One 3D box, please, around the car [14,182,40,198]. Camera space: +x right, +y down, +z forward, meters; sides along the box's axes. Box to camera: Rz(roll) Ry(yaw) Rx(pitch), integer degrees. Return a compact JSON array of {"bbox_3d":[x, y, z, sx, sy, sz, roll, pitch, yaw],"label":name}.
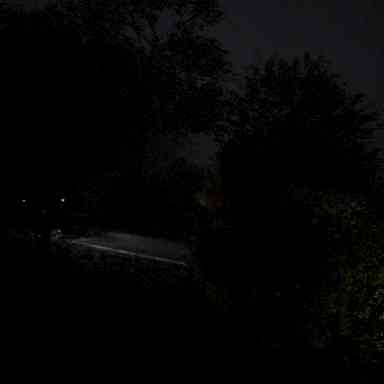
[{"bbox_3d":[-6.670,0.098,11.876,4.718,1.301,1.895,7,1,29],"label":"car"}]
